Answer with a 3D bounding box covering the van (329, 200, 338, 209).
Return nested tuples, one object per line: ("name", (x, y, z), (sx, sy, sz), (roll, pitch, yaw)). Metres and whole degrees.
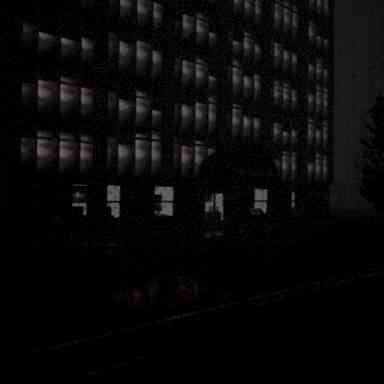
("van", (26.372, 2.511, 64.547), (1.690, 1.788, 3.998), (0, -1, -22))
